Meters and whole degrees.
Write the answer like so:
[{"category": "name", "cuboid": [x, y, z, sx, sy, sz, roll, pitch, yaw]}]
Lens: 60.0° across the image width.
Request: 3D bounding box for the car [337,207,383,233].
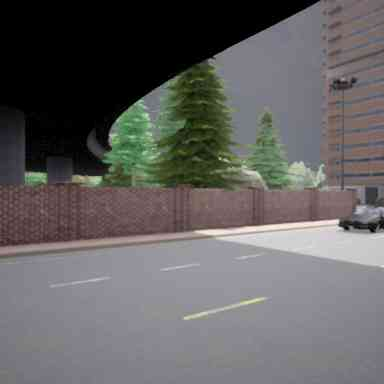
[{"category": "car", "cuboid": [11.183, 1.631, 20.382, 5.357, 1.411, 2.033, 0, 0, -35]}]
